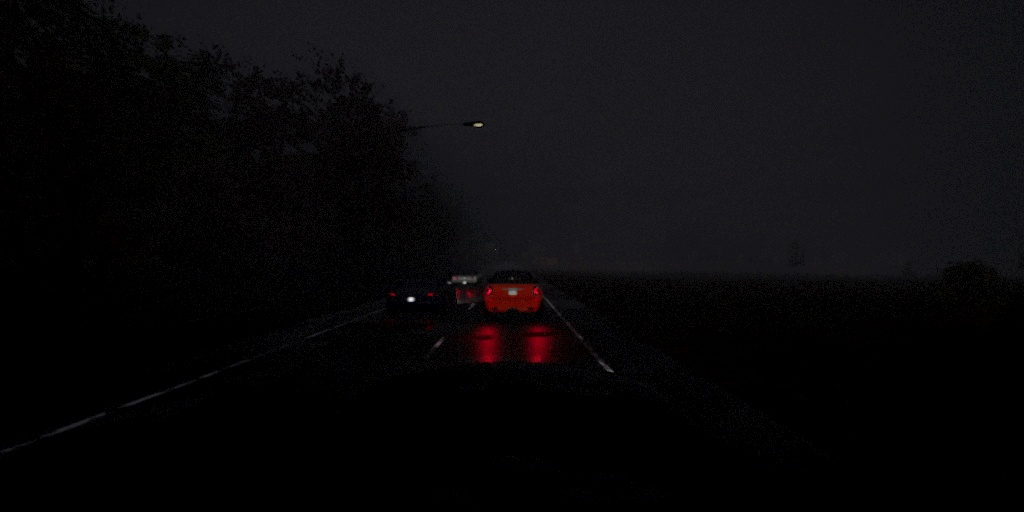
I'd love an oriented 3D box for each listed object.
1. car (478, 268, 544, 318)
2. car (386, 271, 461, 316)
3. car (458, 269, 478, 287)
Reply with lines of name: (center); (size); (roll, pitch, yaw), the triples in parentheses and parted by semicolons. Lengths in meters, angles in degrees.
car: (0.044, 1.266, 14.020); (2.097, 1.767, 4.553); (0, -1, 0)
car: (-3.454, 1.484, 14.337); (1.994, 1.385, 4.181); (0, -1, 1)
car: (-3.460, 1.709, 28.484); (1.895, 1.301, 4.718); (0, -1, 0)
